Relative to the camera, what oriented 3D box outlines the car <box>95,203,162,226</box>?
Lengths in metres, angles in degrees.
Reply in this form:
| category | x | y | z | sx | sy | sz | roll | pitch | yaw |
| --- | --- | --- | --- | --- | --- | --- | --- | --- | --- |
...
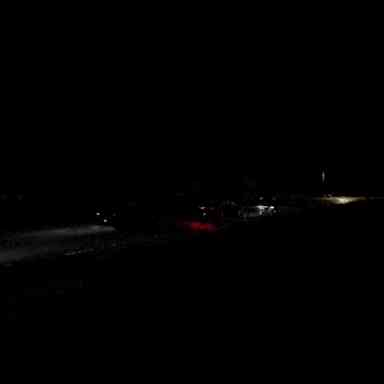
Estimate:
| category | x | y | z | sx | sy | sz | roll | pitch | yaw |
| --- | --- | --- | --- | --- | --- | --- | --- | --- | --- |
| car | -4.147 | 1.436 | 22.346 | 1.895 | 1.301 | 4.718 | 1 | 1 | 33 |

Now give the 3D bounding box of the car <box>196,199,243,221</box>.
| category | x | y | z | sx | sy | sz | roll | pitch | yaw |
| --- | --- | --- | --- | --- | --- | --- | --- | --- | --- |
| car | 2.201 | 1.312 | 25.263 | 2.128 | 1.511 | 4.902 | 1 | 1 | 33 |

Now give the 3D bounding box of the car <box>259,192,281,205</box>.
| category | x | y | z | sx | sy | sz | roll | pitch | yaw |
| --- | --- | --- | --- | --- | --- | --- | --- | --- | --- |
| car | 10.791 | 0.878 | 44.984 | 2.097 | 1.767 | 4.553 | 1 | 1 | 34 |

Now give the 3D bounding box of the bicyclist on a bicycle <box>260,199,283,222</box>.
| category | x | y | z | sx | sy | sz | roll | pitch | yaw |
| --- | --- | --- | --- | --- | --- | --- | --- | --- | --- |
| bicyclist on a bicycle | 5.556 | 1.309 | 23.276 | 1.656 | 1.620 | 0.582 | -1 | 0 | 33 |

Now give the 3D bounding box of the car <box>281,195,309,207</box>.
| category | x | y | z | sx | sy | sz | roll | pitch | yaw |
| --- | --- | --- | --- | --- | --- | --- | --- | --- | --- |
| car | 13.432 | 1.063 | 42.326 | 1.882 | 1.535 | 5.008 | 1 | 1 | 33 |
